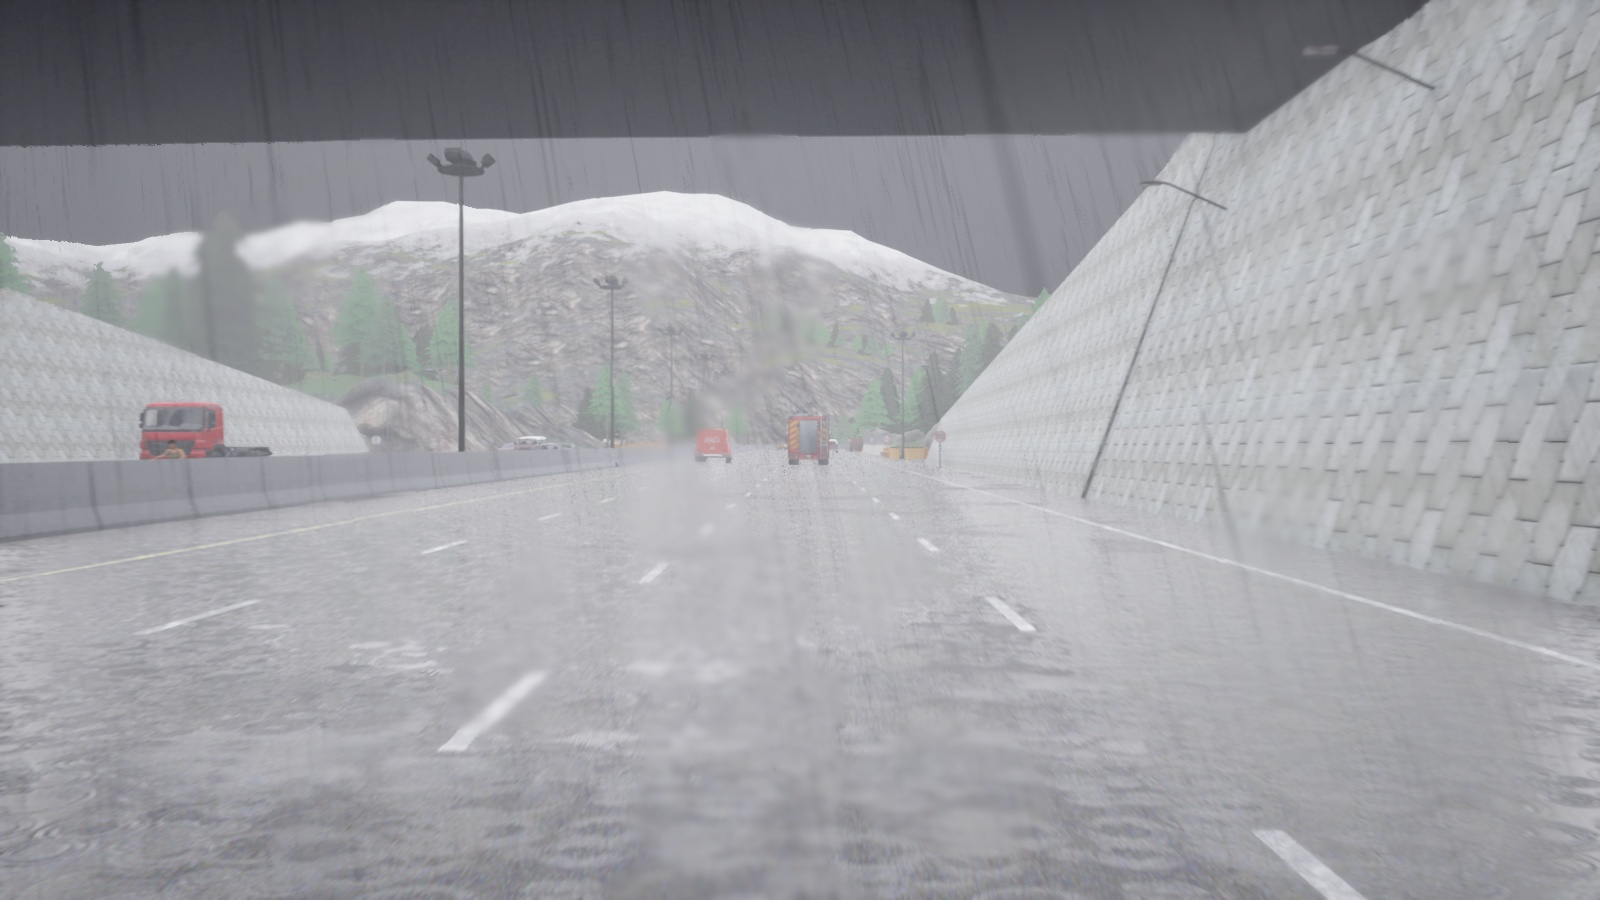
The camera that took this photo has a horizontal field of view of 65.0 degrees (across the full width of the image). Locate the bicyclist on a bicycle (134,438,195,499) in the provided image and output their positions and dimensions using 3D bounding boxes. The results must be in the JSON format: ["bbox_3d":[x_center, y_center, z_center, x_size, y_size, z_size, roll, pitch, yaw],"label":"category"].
[{"bbox_3d":[-17.263,0.479,34.146,0.866,1.612,1.509,0,0,1],"label":"bicyclist on a bicycle"}]

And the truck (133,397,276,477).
[{"bbox_3d":[-27.600,-0.585,58.683,2.891,3.462,7.936,0,0,0],"label":"truck"}]

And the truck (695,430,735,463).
[{"bbox_3d":[-6.353,-0.271,94.900,2.627,2.467,5.204,0,1,0],"label":"truck"}]

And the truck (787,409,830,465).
[{"bbox_3d":[0.609,-0.915,89.288,2.891,3.827,8.468,0,0,0],"label":"truck"}]

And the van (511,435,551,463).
[{"bbox_3d":[-20.352,-0.077,95.117,2.069,2.038,4.480,0,0,0],"label":"van"}]
